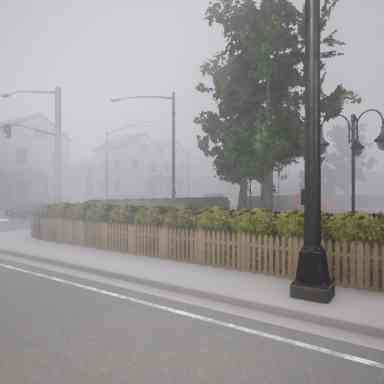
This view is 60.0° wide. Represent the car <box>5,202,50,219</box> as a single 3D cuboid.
[{"bbox_3d":[-14.031,1.564,29.263,1.994,1.385,4.181,0,0,35],"label":"car"}]

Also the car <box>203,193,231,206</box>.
[{"bbox_3d":[3.528,1.221,48.161,2.150,2.045,5.566,0,0,35],"label":"car"}]
